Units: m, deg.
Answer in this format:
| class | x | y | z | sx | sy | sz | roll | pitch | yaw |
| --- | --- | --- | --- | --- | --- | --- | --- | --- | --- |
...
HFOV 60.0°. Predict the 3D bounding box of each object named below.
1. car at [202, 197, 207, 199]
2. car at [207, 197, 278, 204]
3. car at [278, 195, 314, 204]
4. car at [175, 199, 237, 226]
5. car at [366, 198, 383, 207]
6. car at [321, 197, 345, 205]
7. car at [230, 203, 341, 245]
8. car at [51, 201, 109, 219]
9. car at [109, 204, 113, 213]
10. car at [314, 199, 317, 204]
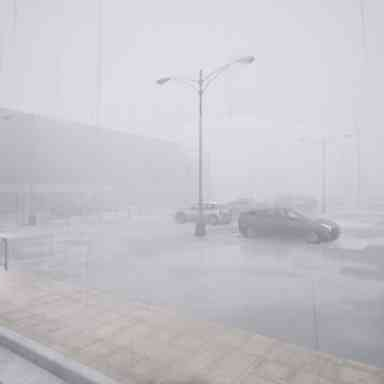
| class | x | y | z | sx | sy | sz | roll | pitch | yaw |
| --- | --- | --- | --- | --- | --- | --- | --- | --- | --- |
| car | 2.169 | 1.674 | 55.671 | 1.837 | 1.490 | 4.892 | 0 | 0 | 35 |
| car | 4.169 | 1.341 | 27.868 | 5.027 | 1.636 | 2.152 | 0 | 0 | 35 |
| car | 11.549 | 1.264 | 38.320 | 3.866 | 1.878 | 1.905 | 0 | 0 | 35 |
| car | 0.732 | 1.420 | 22.439 | 3.806 | 1.475 | 1.970 | 0 | 0 | 35 |
| car | 28.063 | 1.574 | 49.318 | 3.806 | 1.475 | 1.970 | 0 | 0 | 35 |
| car | 23.720 | 1.561 | 56.033 | 3.633 | 1.501 | 1.845 | 0 | 0 | 35 |
| car | 4.378 | 1.488 | 15.381 | 4.514 | 1.523 | 2.007 | 0 | 0 | 35 |
| car | -10.711 | 1.659 | 31.197 | 2.128 | 1.511 | 4.902 | 0 | 0 | 35 |
| car | -10.924 | 1.730 | 37.290 | 1.994 | 1.385 | 4.181 | 0 | 0 | 35 |
| car | 12.889 | 1.285 | 40.931 | 4.605 | 1.855 | 1.932 | 0 | 0 | 35 |
